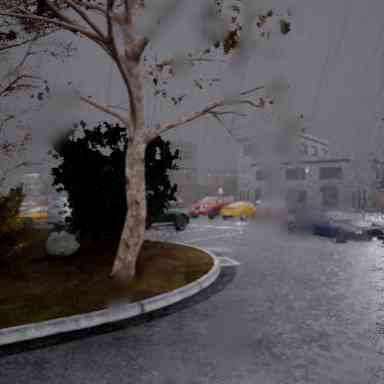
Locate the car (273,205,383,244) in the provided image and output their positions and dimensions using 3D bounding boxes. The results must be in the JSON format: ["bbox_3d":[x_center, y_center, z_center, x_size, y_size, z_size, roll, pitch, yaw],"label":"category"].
[{"bbox_3d":[6.526,1.544,16.077,2.033,1.411,5.357,0,0,-22],"label":"car"}]

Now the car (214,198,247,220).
[{"bbox_3d":[4.417,1.568,28.917,2.097,1.535,5.008,-1,-1,38],"label":"car"}]

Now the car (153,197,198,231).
[{"bbox_3d":[-2.479,1.300,18.774,2.435,2.045,5.566,-1,-1,38],"label":"car"}]

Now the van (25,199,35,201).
[{"bbox_3d":[-15.454,1.641,29.181,1.878,1.987,4.442,-2,-1,39],"label":"van"}]

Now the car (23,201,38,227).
[{"bbox_3d":[-11.371,1.731,25.545,1.946,1.575,5.366,-1,-1,38],"label":"car"}]

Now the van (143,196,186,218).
[{"bbox_3d":[-2.794,1.492,34.488,1.878,1.987,4.442,-1,-1,38],"label":"van"}]

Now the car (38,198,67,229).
[{"bbox_3d":[-6.768,1.372,22.156,2.435,2.045,5.566,-1,-1,38],"label":"car"}]

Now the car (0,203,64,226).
[{"bbox_3d":[-13.452,1.793,27.202,1.946,1.575,5.366,-2,-1,39],"label":"car"}]

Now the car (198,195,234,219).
[{"bbox_3d":[2.109,1.354,30.707,2.435,2.045,5.566,-1,-1,38],"label":"car"}]

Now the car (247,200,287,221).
[{"bbox_3d":[6.784,1.405,27.018,2.185,1.767,4.553,-1,-1,38],"label":"car"}]
